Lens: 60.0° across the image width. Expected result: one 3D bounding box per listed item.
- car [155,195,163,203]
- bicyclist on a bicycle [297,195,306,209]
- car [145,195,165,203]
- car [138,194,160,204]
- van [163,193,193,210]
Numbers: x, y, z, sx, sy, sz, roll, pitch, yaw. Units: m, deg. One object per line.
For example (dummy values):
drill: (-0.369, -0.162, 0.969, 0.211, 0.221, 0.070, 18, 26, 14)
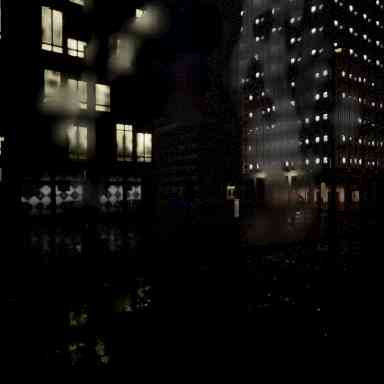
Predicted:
car: (-3.894, 1.083, 58.665, 2.192, 1.841, 5.009, 0, 0, -34)
bicyclist on a bicycle: (12.888, 1.170, 39.156, 1.656, 1.620, 0.582, -1, 1, -34)
car: (-7.003, 1.286, 63.250, 1.887, 1.381, 4.507, 0, 0, -34)
car: (-7.827, 1.248, 59.838, 1.882, 1.535, 5.008, 0, 1, -34)
van: (-1.502, 1.245, 40.208, 1.690, 1.788, 3.998, 0, 0, -34)
